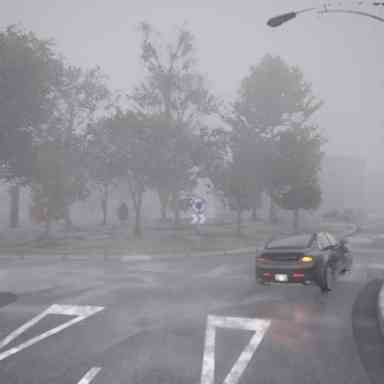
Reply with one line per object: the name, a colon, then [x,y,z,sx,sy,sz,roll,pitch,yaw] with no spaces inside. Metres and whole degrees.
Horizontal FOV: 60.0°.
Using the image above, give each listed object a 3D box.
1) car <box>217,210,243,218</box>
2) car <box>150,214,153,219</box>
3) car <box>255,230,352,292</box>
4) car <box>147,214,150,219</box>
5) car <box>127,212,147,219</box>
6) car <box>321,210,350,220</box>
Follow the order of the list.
car: [7.037,4.194,62.420,4.902,1.511,2.128,-2,-5,27]
car: [-14.680,6.800,92.778,5.566,2.045,2.435,1,-5,-17]
car: [3.525,1.929,10.232,1.837,1.490,4.892,-7,-6,33]
car: [-14.875,6.545,89.792,5.566,2.045,2.435,1,-5,-18]
car: [-14.973,6.544,86.823,4.892,1.521,2.231,1,-5,-18]
car: [19.945,3.172,46.440,1.994,1.385,4.181,2,-4,-17]
